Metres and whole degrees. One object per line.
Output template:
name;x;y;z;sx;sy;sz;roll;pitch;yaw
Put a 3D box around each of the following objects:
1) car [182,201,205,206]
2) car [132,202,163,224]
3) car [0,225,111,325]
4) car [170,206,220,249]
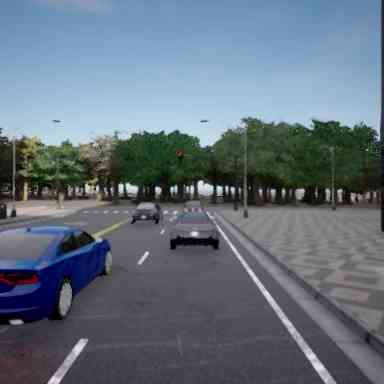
car;0.122;1.457;29.045;2.033;1.411;5.357;0;0;1
car;-3.134;1.453;23.931;1.812;1.442;4.674;0;0;0
car;-3.150;1.462;7.247;1.882;1.535;5.008;0;0;0
car;0.097;1.524;14.337;1.994;1.385;4.181;0;0;0
